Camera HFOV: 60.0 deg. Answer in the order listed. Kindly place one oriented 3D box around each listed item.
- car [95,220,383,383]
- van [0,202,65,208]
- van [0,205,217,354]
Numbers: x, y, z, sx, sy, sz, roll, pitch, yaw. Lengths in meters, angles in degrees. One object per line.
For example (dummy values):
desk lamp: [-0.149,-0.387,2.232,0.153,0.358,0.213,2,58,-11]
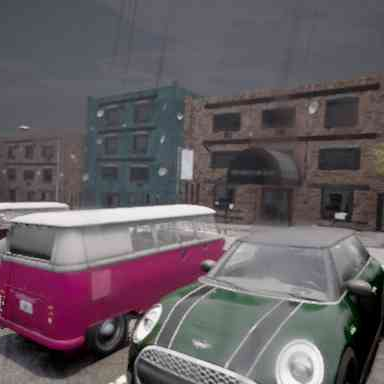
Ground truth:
car: [1.269,1.360,4.534,2.185,1.767,4.553,0,0,36]
van: [-5.661,1.300,9.302,1.878,1.987,4.442,0,0,36]
van: [-0.964,1.273,6.233,1.878,1.987,4.442,0,0,36]
